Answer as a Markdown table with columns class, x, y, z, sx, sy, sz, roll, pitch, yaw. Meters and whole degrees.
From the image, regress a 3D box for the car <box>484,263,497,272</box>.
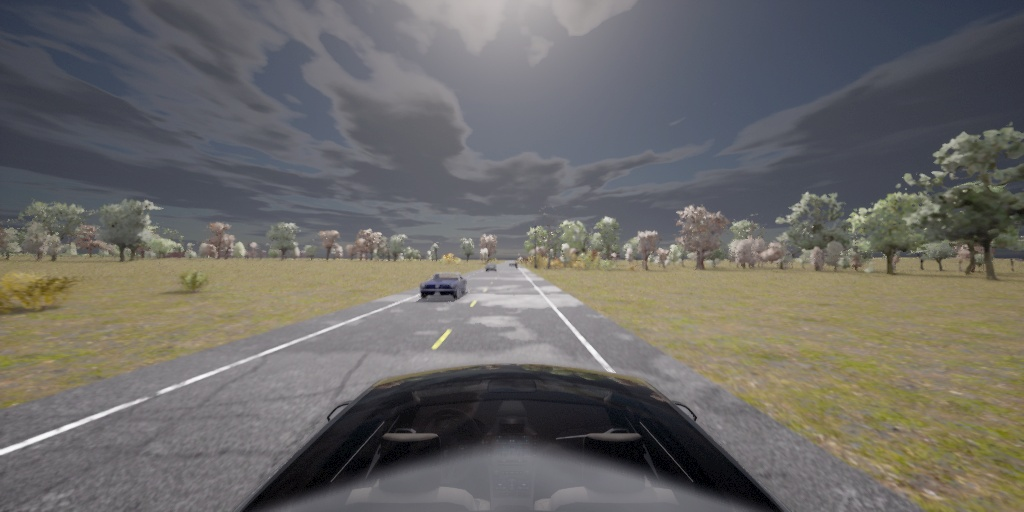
| class | x | y | z | sx | sy | sz | roll | pitch | yaw |
| --- | --- | --- | --- | --- | --- | --- | --- | --- | --- |
| car | -3.529 | 1.921 | 60.507 | 1.837 | 1.490 | 4.892 | 0 | -1 | 1 |

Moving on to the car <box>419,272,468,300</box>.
| class | x | y | z | sx | sy | sz | roll | pitch | yaw |
| --- | --- | --- | --- | --- | --- | --- | --- | --- | --- |
| car | -3.597 | 1.549 | 19.474 | 1.895 | 1.301 | 4.718 | 0 | -1 | 0 |
